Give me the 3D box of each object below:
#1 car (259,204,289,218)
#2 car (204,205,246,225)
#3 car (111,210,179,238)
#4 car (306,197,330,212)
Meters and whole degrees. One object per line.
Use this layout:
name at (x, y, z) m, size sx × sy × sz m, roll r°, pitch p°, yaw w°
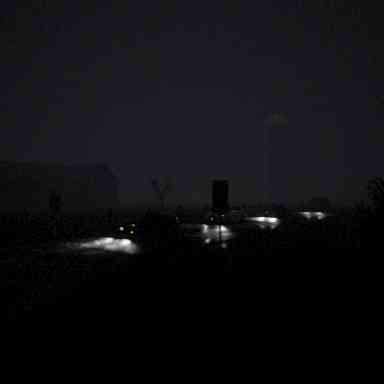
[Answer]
car at (8.799, 1.940, 35.382) m, size 1.994 × 1.385 × 4.181 m, roll 0°, pitch -1°, yaw 37°
car at (2.852, 1.809, 27.208) m, size 1.812 × 1.442 × 4.674 m, roll 0°, pitch -1°, yaw 35°
car at (-2.561, 1.756, 18.962) m, size 1.994 × 1.385 × 4.181 m, roll 0°, pitch -1°, yaw 34°
car at (18.215, 1.735, 47.912) m, size 2.150 × 2.045 × 5.566 m, roll 0°, pitch -1°, yaw 37°
